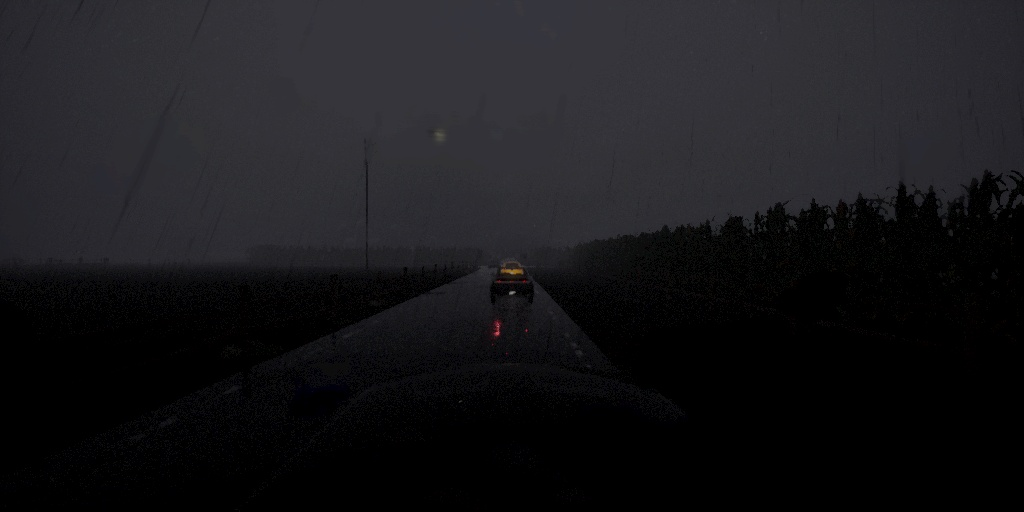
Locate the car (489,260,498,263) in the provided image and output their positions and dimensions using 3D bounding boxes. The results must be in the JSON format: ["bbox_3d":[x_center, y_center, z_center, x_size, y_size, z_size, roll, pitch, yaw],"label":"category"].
[{"bbox_3d":[-2.750,1.331,56.952,2.033,1.411,5.357,0,0,0],"label":"car"}]

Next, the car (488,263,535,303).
[{"bbox_3d":[0.000,1.244,16.501,2.128,1.511,4.902,0,0,0],"label":"car"}]

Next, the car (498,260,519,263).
[{"bbox_3d":[0.000,1.230,31.501,1.882,1.535,5.008,0,0,0],"label":"car"}]
